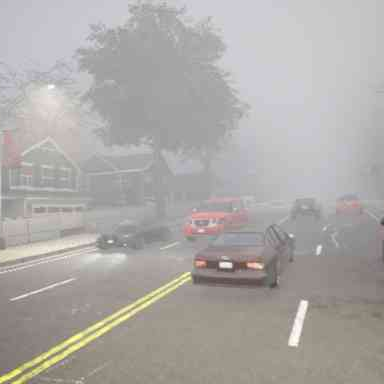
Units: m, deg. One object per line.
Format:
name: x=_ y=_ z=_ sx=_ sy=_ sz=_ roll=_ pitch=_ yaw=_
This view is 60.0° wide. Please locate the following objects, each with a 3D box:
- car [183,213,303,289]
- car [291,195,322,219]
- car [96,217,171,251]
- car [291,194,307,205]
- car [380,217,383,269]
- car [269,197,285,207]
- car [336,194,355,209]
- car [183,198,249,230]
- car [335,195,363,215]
car: x=1.715 y=1.580 z=9.379 sx=2.033 sy=1.411 sz=5.357 roll=-3 pitch=-1 yaw=23
car: x=9.402 y=1.230 z=27.233 sx=2.097 sy=1.767 sz=4.553 roll=-3 pitch=-1 yaw=23
car: x=-2.701 y=1.914 z=16.037 sx=1.994 sy=1.385 sz=4.181 roll=-3 pitch=-1 yaw=23
car: x=17.939 y=1.219 z=55.627 sx=2.097 sy=1.767 sz=4.553 roll=-3 pitch=-1 yaw=24
car: x=4.894 y=1.048 z=5.978 sx=2.150 sy=2.045 sz=5.566 roll=-3 pitch=-1 yaw=23
car: x=14.061 y=1.575 z=54.828 sx=1.812 sy=1.442 sz=4.674 roll=-3 pitch=-1 yaw=24
car: x=18.107 y=1.113 z=39.436 sx=1.837 sy=1.490 sz=4.892 roll=-3 pitch=-1 yaw=24
car: x=1.488 y=1.376 z=17.600 sx=2.150 sy=2.045 sz=5.566 roll=-3 pitch=-1 yaw=23
car: x=13.924 y=1.031 z=29.643 sx=2.097 sy=1.767 sz=4.553 roll=-3 pitch=-1 yaw=24
